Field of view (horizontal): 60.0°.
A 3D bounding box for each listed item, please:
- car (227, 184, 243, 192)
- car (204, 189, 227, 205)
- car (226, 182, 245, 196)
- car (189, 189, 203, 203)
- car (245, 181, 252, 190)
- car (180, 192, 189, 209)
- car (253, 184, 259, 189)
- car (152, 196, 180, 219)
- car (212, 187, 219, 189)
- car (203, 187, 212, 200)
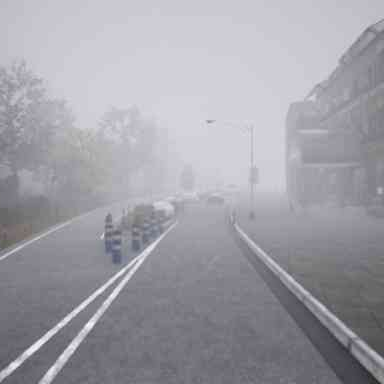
[{"bbox_3d":[9.999,-0.964,77.238,2.231,1.521,4.892,-3,2,25],"label":"car"},{"bbox_3d":[3.076,0.769,42.150,1.812,1.442,4.674,0,3,10],"label":"car"},{"bbox_3d":[7.587,-0.427,60.154,2.150,2.045,5.566,0,3,18],"label":"car"},{"bbox_3d":[-0.250,0.706,44.598,2.002,1.452,4.674,-1,2,12],"label":"car"},{"bbox_3d":[12.361,-1.226,82.300,2.231,1.521,4.892,-3,2,26],"label":"car"},{"bbox_3d":[-2.006,1.131,34.219,2.097,1.535,5.008,1,3,9],"label":"car"},{"bbox_3d":[14.900,-1.740,87.300,2.435,2.045,5.566,-3,2,28],"label":"car"},{"bbox_3d":[-2.532,1.469,28.107,2.002,1.452,4.674,-2,2,4],"label":"car"},{"bbox_3d":[2.497,0.089,56.203,2.231,1.521,4.892,0,3,16],"label":"car"},{"bbox_3d":[1.091,0.376,50.677,2.097,1.535,5.008,0,3,14],"label":"car"}]
